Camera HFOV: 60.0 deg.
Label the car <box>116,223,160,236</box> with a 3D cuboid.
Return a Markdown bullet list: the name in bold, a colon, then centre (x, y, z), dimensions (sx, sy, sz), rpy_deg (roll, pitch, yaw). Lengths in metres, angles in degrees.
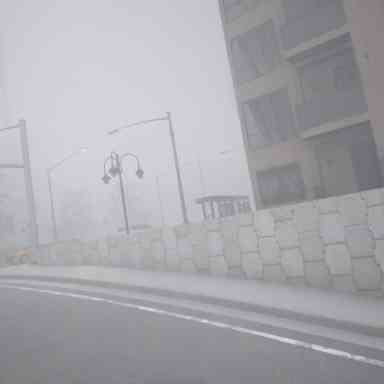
- **car**: centre (-5.434, 4.357, 34.824), dimensions (2.150, 2.045, 5.566), rpy_deg (-14, -8, 35)

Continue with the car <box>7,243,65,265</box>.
- **car**: centre (-13.719, 5.356, 29.536), dimensions (1.882, 1.535, 5.008), rpy_deg (-14, -8, 35)
